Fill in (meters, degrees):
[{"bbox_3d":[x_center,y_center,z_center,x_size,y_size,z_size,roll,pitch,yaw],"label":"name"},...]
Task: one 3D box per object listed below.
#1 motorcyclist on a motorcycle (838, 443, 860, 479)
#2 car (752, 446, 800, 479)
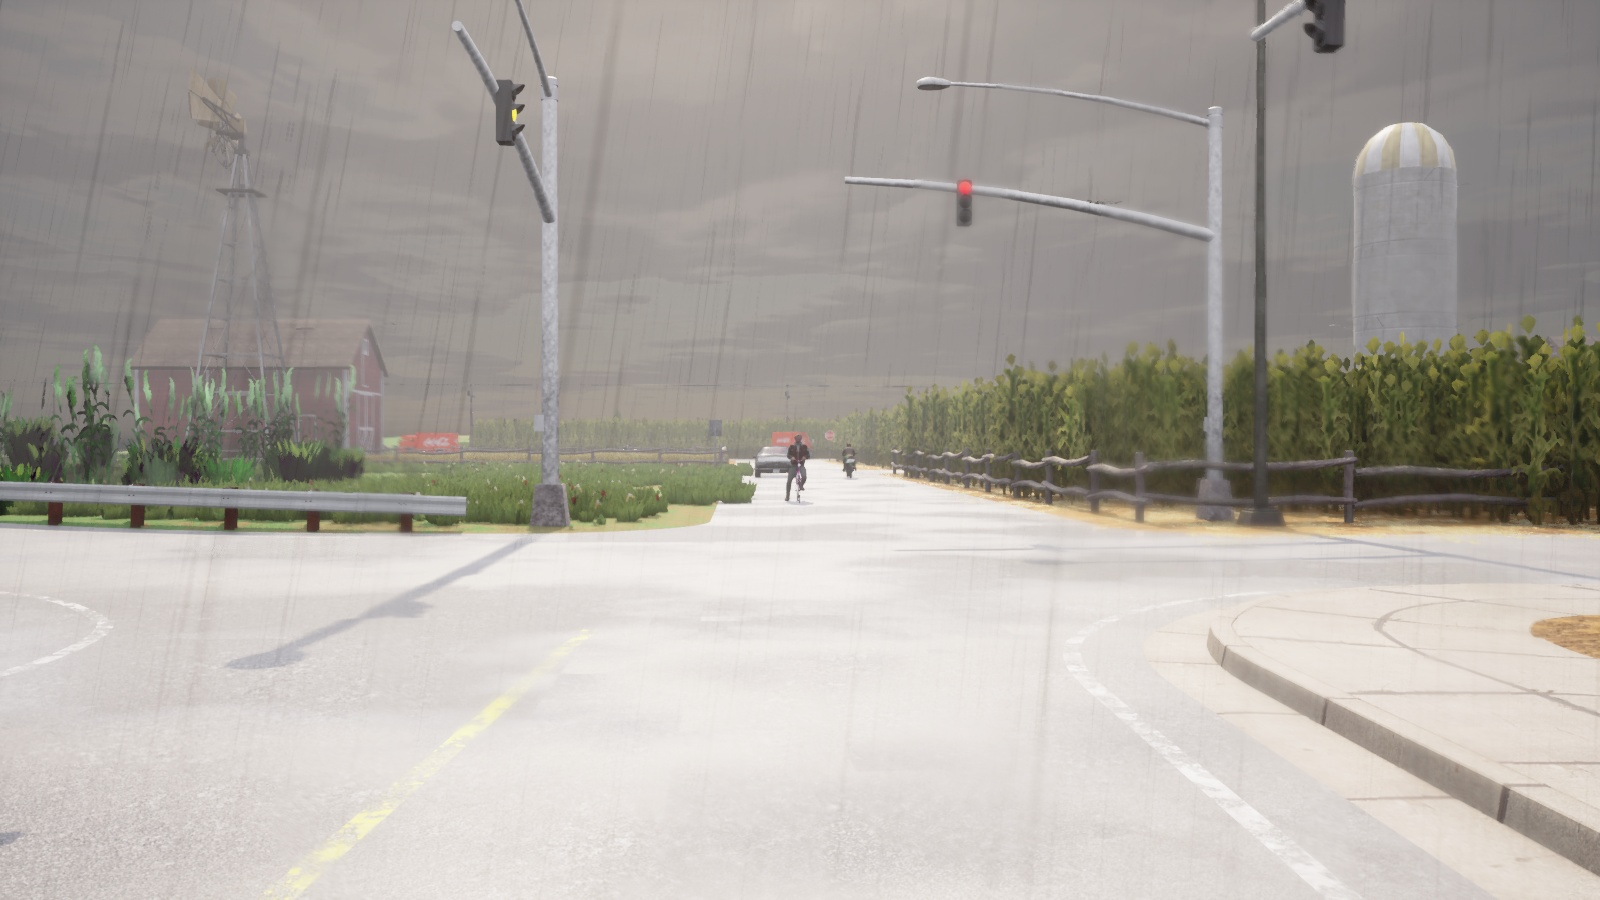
[{"bbox_3d":[2.090,0.459,53.954,0.797,1.523,2.044,0,0,-3],"label":"motorcyclist on a motorcycle"},{"bbox_3d":[-1.118,0.510,56.297,2.033,1.411,5.357,0,0,-3],"label":"car"}]
